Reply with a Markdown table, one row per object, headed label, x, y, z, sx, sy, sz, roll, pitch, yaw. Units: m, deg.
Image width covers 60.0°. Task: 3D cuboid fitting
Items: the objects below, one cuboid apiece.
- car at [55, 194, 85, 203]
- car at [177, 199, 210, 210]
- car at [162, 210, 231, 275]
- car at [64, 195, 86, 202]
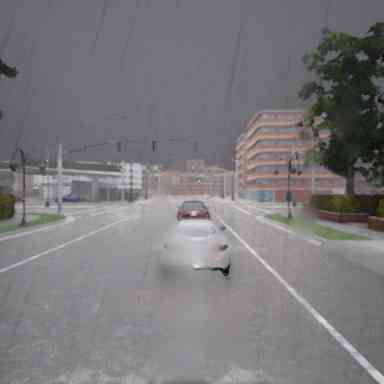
| label | x | y | z | sx | sy | sz | roll | pitch | yaw |
| --- | --- | --- | --- | --- | --- | --- | --- | --- | --- |
| car | -23.320 | 1.186 | 62.462 | 4.611 | 1.667 | 2.242 | 0 | 0 | 1 |
| car | 0.098 | 1.314 | 21.706 | 2.097 | 1.767 | 4.553 | 0 | 0 | 0 |
| car | 0.106 | 1.507 | 10.283 | 1.812 | 1.442 | 4.674 | 0 | 0 | 0 |
| car | -24.038 | 1.336 | 68.213 | 3.806 | 1.475 | 1.970 | 0 | 0 | 1 |
